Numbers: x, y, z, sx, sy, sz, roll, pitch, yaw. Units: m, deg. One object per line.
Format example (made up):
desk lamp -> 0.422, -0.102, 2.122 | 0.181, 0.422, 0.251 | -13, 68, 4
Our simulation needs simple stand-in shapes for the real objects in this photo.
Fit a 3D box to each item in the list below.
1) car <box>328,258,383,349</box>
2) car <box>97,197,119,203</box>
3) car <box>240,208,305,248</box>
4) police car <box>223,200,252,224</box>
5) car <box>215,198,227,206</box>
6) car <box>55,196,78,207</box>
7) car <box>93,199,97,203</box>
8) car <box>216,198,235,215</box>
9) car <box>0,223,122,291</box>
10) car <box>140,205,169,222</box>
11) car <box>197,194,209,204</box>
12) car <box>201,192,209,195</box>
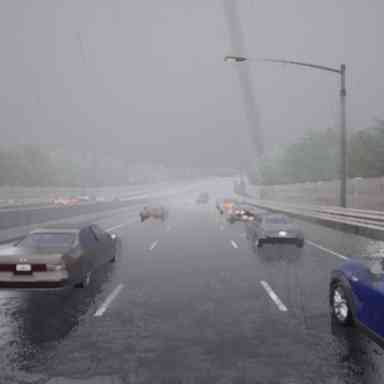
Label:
car -> 3.509, 1.365, 4.207 | 2.097, 1.767, 4.553 | 0, 0, 0
car -> -12.845, 1.641, 52.482 | 1.882, 1.535, 5.008 | 0, 0, 3
car -> 3.608, 1.620, 15.133 | 1.994, 1.385, 4.181 | 0, 0, 1
police car -> 3.810, 1.625, 26.029 | 2.038, 1.542, 4.974 | 0, 0, 1
car -> 5.020, 1.788, 58.712 | 1.895, 1.301, 4.718 | 0, 0, 3
car -> -19.846, 1.501, 52.608 | 2.097, 1.767, 4.553 | 0, 0, 3
car -> -16.012, 1.667, 59.071 | 1.812, 1.442, 4.674 | 0, 0, 3
car -> 4.111, 1.529, 36.888 | 2.097, 1.767, 4.553 | 0, 0, 2
car -> -3.351, 1.571, 9.169 | 2.033, 1.411, 5.357 | 0, 0, 0
car -> -3.038, 1.723, 27.858 | 1.895, 1.301, 4.718 | 0, 0, 1
car -> 2.022, 1.662, 68.256 | 1.994, 1.385, 4.181 | 0, 0, 3
car -> 3.355, 1.044, 88.453 | 2.150, 2.045, 5.566 | 0, 1, 5
